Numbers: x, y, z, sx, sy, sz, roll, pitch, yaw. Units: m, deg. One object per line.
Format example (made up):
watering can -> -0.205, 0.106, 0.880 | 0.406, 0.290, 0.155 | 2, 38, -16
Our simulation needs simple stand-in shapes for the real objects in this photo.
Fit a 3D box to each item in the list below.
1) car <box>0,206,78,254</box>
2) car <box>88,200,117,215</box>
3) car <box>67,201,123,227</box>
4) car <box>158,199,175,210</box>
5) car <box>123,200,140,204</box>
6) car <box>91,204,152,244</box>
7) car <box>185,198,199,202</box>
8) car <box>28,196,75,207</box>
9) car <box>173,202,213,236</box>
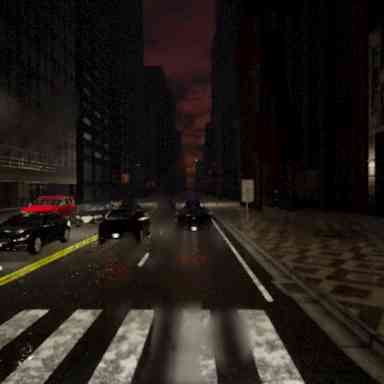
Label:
car -> -6.591, 1.565, 13.766 | 1.837, 1.490, 4.892 | 0, 0, 0
car -> -9.787, 1.665, 36.696 | 1.994, 1.385, 4.181 | 0, 0, 1
car -> -6.579, 1.560, 23.179 | 2.128, 1.511, 4.902 | 0, 0, 0
car -> -3.225, 1.632, 43.284 | 1.994, 1.385, 4.181 | 0, 0, 0
car -> -6.557, 1.583, 35.004 | 1.837, 1.490, 4.892 | 0, 0, 0
car -> -3.148, 1.546, 16.158 | 1.837, 1.490, 4.892 | 0, 0, 0
car -> 0.118, 1.526, 43.514 | 1.882, 1.535, 5.008 | 0, 0, 0
car -> -9.826, 1.310, 23.220 | 2.150, 2.045, 5.566 | 0, 0, 0
car -> 0.104, 1.530, 18.571 | 1.837, 1.490, 4.892 | 0, 0, 0
